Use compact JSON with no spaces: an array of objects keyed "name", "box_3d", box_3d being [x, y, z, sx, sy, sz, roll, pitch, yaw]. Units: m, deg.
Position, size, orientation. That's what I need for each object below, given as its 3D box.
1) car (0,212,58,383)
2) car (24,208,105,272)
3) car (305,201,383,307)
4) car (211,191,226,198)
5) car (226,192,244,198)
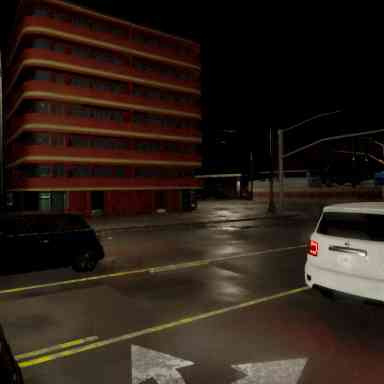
[{"name":"car","box_3d":[-3.661,1.222,1.141,5.566,2.045,2.150,0,0,-35]},{"name":"car","box_3d":[-4.852,1.351,9.120,4.553,1.767,2.097,0,0,-35]},{"name":"car","box_3d":[4.782,1.218,7.137,5.566,2.045,2.150,0,0,-35]},{"name":"car","box_3d":[7.440,0.671,89.327,4.611,1.667,2.242,-1,1,-35]},{"name":"car","box_3d":[11.405,0.818,85.101,3.806,1.475,1.970,-1,1,-35]}]
